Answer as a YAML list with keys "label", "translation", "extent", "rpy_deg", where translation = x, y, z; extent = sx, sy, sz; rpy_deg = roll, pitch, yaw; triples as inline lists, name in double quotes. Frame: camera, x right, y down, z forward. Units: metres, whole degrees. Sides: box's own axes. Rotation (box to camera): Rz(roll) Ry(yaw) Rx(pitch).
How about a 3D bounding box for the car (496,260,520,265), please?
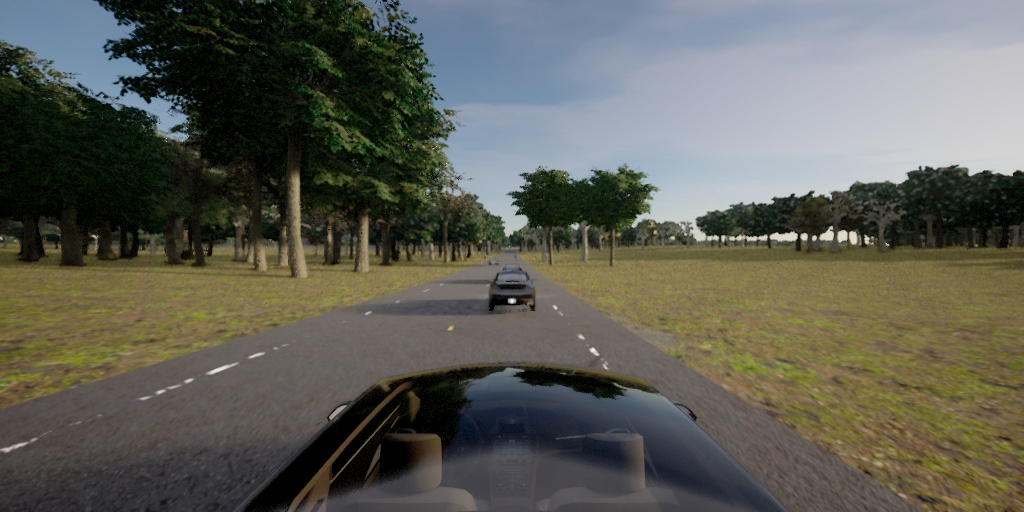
- label: "car"
  translation: [0.030, 1.357, 30.317]
  extent: [2.128, 1.511, 4.902]
  rpy_deg: [0, 0, 1]

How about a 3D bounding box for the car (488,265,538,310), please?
- label: "car"
  translation: [0.027, 1.352, 15.332]
  extent: [1.837, 1.490, 4.892]
  rpy_deg: [0, 0, 1]
